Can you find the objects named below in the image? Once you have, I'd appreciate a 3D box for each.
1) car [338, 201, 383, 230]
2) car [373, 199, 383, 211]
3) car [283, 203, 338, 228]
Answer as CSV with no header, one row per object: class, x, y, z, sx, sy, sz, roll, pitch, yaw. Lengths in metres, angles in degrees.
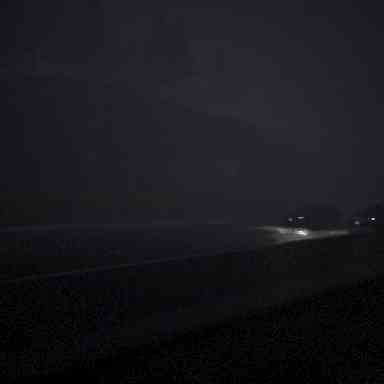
car,11.709,1.556,20.984,4.902,1.511,2.128,0,0,-36
car,26.148,1.698,44.196,4.181,1.385,1.994,0,0,-35
car,8.341,1.571,22.878,4.892,1.490,1.837,1,-1,-36
